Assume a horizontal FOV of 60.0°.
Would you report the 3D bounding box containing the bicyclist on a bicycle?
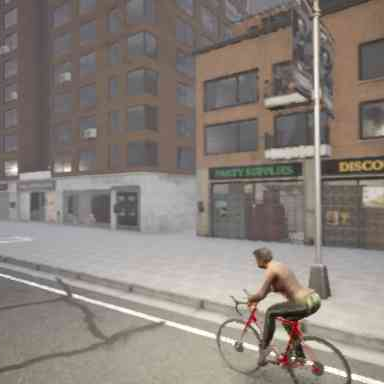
[{"bbox_3d":[0.990,1.491,3.944,1.656,1.620,0.582,-1,-1,36],"label":"bicyclist on a bicycle"}]
